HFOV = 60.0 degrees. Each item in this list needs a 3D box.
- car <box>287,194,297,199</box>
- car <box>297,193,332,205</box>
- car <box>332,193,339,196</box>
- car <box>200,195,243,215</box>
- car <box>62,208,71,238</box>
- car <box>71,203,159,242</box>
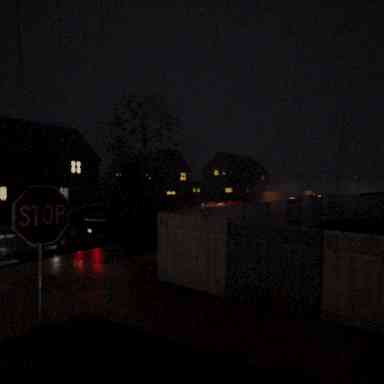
[{"bbox_3d":[13.890,1.027,43.773,2.033,1.411,5.357,0,1,36],"label":"car"},{"bbox_3d":[14.854,1.050,40.264,2.033,1.411,5.357,0,1,36],"label":"car"},{"bbox_3d":[20.501,0.871,48.304,1.882,1.535,5.008,0,1,35],"label":"car"},{"bbox_3d":[2.562,1.048,27.942,2.097,1.767,4.553,0,1,35],"label":"car"},{"bbox_3d":[-5.273,1.351,16.955,1.837,1.490,4.892,0,1,37],"label":"car"},{"bbox_3d":[-2.760,1.333,15.518,2.128,1.511,4.902,0,1,35],"label":"car"}]
